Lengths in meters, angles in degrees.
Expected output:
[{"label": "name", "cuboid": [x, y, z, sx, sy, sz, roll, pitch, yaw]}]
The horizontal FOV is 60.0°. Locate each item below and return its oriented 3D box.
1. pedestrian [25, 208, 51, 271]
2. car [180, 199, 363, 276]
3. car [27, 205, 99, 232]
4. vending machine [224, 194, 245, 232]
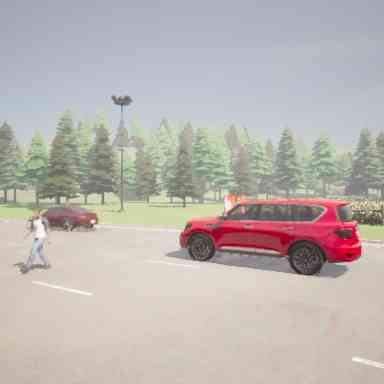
[{"label": "pedestrian", "cuboid": [-4.340, 1.294, 9.381, 0.375, 1.860, 0.375, 0, 0, 29]}, {"label": "car", "cuboid": [2.303, 1.224, 10.579, 5.566, 2.045, 2.150, 0, 0, 32]}, {"label": "car", "cuboid": [-7.731, 1.526, 19.982, 4.674, 1.442, 1.812, 0, 0, 25]}, {"label": "vending machine", "cuboid": [2.499, 1.195, 19.379, 0.880, 2.100, 1.100, 0, 0, 30]}]
